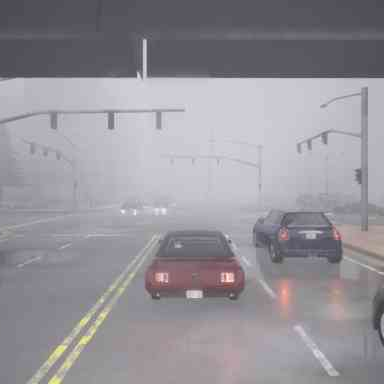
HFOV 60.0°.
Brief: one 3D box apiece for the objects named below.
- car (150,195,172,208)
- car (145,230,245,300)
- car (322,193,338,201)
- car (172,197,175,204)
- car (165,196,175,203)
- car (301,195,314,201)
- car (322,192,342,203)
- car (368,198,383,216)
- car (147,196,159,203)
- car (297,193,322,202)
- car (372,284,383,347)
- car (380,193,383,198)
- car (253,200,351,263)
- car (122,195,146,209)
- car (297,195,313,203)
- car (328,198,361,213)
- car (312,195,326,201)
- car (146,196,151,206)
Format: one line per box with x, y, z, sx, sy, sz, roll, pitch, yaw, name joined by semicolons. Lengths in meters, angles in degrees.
-4.491;1.491;49.564;2.128;1.511;4.902;0;0;0;car
0.070;1.601;8.361;1.895;1.301;4.718;0;0;0;car
33.525;1.153;80.771;1.932;1.855;4.605;0;0;0;car
-4.529;1.352;58.606;2.097;1.767;4.553;0;0;0;car
-4.517;1.600;68.761;1.895;1.301;4.718;0;0;0;car
27.947;1.395;80.707;1.970;1.475;3.806;0;0;0;car
19.557;1.156;48.116;1.905;1.878;3.866;0;0;0;car
19.266;1.505;30.398;4.892;1.490;1.837;0;0;1;car
-8.015;1.525;68.836;1.812;1.442;4.674;0;0;0;car
16.663;1.153;48.163;1.932;1.855;4.605;0;0;0;car
3.601;1.505;3.037;1.837;1.490;4.892;0;0;0;car
39.115;1.153;65.724;1.932;1.855;4.605;0;0;0;car
3.585;1.352;12.126;2.097;1.767;4.553;0;0;0;car
-8.030;1.352;44.802;2.097;1.767;4.553;0;0;2;car
22.218;1.395;65.590;1.970;1.475;3.806;0;0;0;car
16.682;1.564;33.932;4.181;1.385;1.994;0;0;1;car
30.842;1.363;80.714;1.784;1.438;3.905;0;0;0;car
-8.012;1.477;53.972;1.882;1.535;5.008;0;0;0;car
